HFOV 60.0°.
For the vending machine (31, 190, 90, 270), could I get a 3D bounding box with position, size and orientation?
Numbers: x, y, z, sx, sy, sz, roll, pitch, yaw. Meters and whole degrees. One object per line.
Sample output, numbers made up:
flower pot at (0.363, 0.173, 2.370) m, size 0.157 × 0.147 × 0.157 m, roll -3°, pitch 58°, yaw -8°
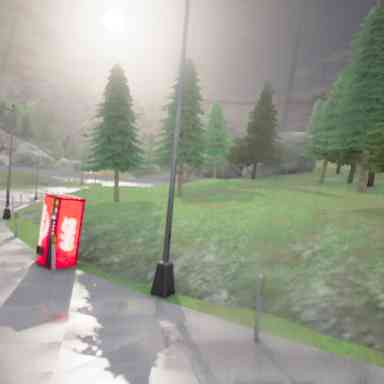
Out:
vending machine at (-3.854, 1.083, 9.754) m, size 1.100 × 2.100 × 0.880 m, roll 8°, pitch 1°, yaw -43°
